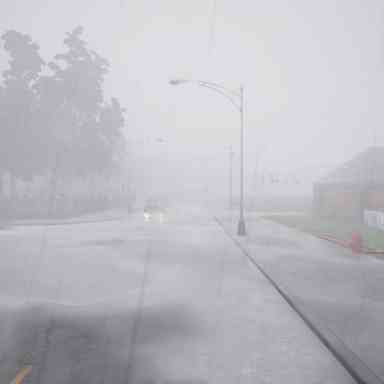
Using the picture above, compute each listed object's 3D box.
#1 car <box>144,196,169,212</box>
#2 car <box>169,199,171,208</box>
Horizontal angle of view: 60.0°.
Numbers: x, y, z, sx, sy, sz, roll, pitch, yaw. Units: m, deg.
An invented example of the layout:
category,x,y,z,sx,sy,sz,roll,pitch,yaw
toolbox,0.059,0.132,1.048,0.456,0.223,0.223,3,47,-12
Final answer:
category,x,y,z,sx,sy,sz,roll,pitch,yaw
car,-4.183,1.352,37.909,2.097,1.767,4.553,0,0,0
car,-4.185,1.352,48.161,2.097,1.767,4.553,0,0,0
